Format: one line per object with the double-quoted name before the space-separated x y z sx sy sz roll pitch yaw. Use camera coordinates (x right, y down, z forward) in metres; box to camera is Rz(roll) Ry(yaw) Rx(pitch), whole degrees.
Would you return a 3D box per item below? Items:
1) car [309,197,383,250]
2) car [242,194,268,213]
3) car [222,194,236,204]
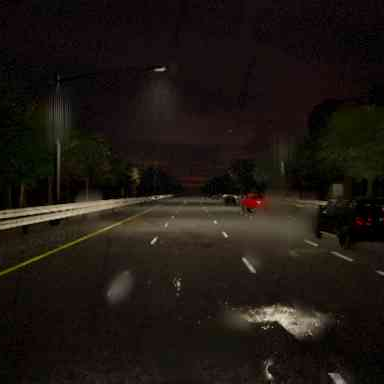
"car" 6.997 1.225 14.500 2.150 2.045 5.566 0 0 0
"car" 6.994 1.230 37.334 2.150 2.045 5.566 0 0 0
"car" 6.995 1.532 61.906 1.837 1.490 4.892 0 0 0
